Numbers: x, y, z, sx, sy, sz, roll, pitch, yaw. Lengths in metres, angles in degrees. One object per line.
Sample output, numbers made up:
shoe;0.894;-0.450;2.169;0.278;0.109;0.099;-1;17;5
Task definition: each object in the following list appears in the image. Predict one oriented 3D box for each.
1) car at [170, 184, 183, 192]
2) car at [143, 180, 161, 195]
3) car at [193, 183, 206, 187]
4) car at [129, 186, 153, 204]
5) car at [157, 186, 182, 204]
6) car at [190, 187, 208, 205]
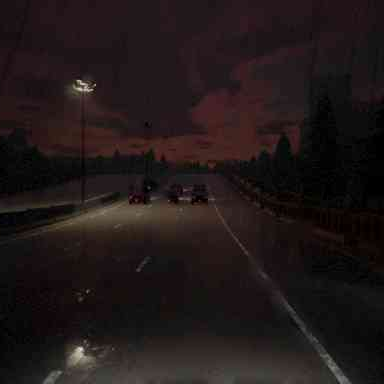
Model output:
car;-2.382;-0.559;49.610;1.994;1.385;4.181;0;7;1
car;-5.900;-0.801;48.797;2.150;2.045;5.566;0;7;1
car;1.097;-0.525;48.623;2.128;1.511;4.902;0;7;1
car;-6.095;0.533;38.994;1.812;1.442;4.674;0;5;1
car;-2.592;0.479;39.297;1.837;1.490;4.892;0;5;1
car;0.880;0.568;38.444;1.812;1.442;4.674;0;5;1
